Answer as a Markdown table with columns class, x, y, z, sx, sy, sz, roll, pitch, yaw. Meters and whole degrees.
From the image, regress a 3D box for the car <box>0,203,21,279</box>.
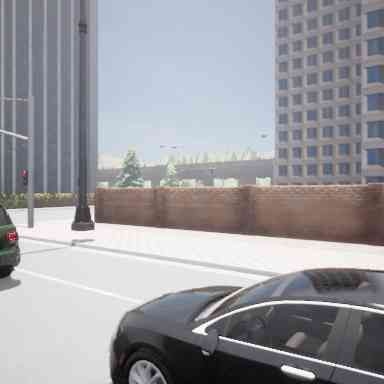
| class | x | y | z | sx | sy | sz | roll | pitch | yaw |
| --- | --- | --- | --- | --- | --- | --- | --- | --- | --- |
| car | -6.775 | 1.228 | 8.812 | 5.566 | 2.045 | 2.150 | 0 | 0 | 35 |

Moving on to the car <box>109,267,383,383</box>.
| class | x | y | z | sx | sy | sz | roll | pitch | yaw |
| --- | --- | --- | --- | --- | --- | --- | --- | --- | --- |
| car | 1.301 | 1.505 | 3.065 | 4.892 | 1.490 | 1.837 | 0 | 0 | 36 |
